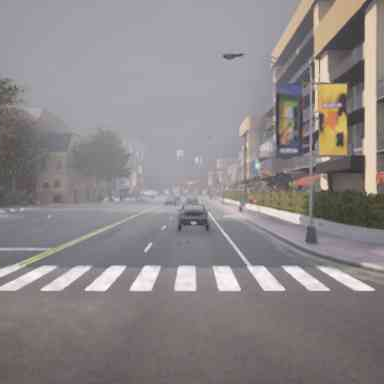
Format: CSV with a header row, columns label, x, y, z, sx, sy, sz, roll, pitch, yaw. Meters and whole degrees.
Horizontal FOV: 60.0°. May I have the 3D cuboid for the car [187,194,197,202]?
label,x,y,z,sx,sy,sz,roll,pitch,yaw
car,-0.031,1.250,75.433,2.097,1.767,4.553,0,0,0

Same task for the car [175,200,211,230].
label,x,y,z,sx,sy,sz,roll,pitch,yaw
car,0.092,1.476,20.872,1.837,1.490,4.892,0,0,0

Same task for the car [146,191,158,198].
label,x,y,z,sx,sy,sz,roll,pitch,yaw
car,-10.535,1.087,85.161,1.882,1.535,5.008,0,0,0

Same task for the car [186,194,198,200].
label,x,y,z,sx,sy,sz,roll,pitch,yaw
car,0.024,1.272,57.177,2.097,1.767,4.553,0,0,1

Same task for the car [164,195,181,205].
label,x,y,z,sx,sy,sz,roll,pitch,yaw
car,-3.426,1.471,55.187,2.033,1.411,5.357,0,0,0

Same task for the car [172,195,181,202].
label,x,y,z,sx,sy,sz,roll,pitch,yaw
car,-3.531,1.395,75.308,1.837,1.490,4.892,0,0,0

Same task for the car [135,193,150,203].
label,x,y,z,sx,sy,sz,roll,pitch,yaw
car,-10.528,1.499,68.476,1.895,1.301,4.718,0,0,0
